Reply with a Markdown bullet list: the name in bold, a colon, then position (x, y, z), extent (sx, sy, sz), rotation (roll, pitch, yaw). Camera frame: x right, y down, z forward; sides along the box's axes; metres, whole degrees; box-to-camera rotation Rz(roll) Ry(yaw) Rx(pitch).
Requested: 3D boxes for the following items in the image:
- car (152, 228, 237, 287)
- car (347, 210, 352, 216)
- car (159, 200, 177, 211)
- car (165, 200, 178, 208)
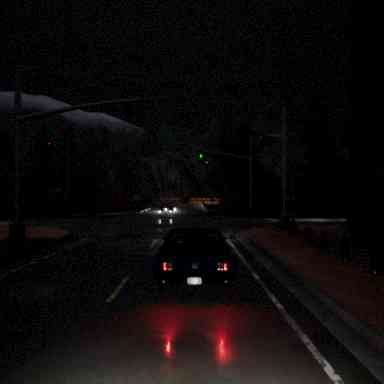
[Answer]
- **car**: position (0.077, 1.664, 9.478), extent (1.895, 1.301, 4.718), rotation (0, 0, 0)
- **car**: position (16.242, 1.809, 29.192), extent (4.718, 1.301, 1.895), rotation (0, 0, -1)
- **car**: position (-3.544, 1.833, 46.814), extent (1.812, 1.442, 4.674), rotation (0, 0, 0)
- **car**: position (-3.521, 1.974, 56.825), extent (1.895, 1.301, 4.718), rotation (0, 0, 0)
